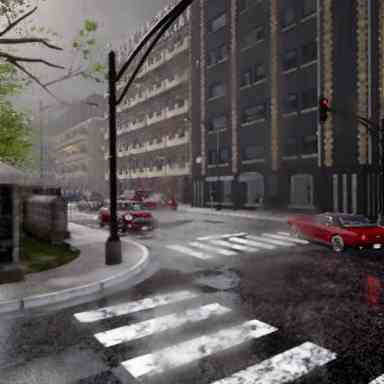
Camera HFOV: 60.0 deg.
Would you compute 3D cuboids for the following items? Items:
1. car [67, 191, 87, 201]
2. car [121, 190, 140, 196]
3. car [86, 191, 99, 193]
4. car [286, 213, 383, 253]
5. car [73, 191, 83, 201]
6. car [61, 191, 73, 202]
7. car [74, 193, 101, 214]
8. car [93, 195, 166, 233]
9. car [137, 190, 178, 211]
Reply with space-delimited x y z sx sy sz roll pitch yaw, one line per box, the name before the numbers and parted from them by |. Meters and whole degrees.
car | -18.457 0.537 53.291 1.812 1.442 4.674 -1 1 -36
car | -6.341 0.685 35.829 2.192 1.841 5.009 0 1 -36
car | -14.349 0.632 47.622 1.837 1.490 4.892 -1 1 -36
car | 5.803 1.503 13.546 1.895 1.301 4.718 0 2 -14
car | -17.020 0.634 46.029 1.882 1.535 5.008 -1 1 -35
car | -13.125 0.775 30.912 2.192 1.841 5.009 1 1 -36
car | -8.352 1.072 28.718 1.994 1.385 4.181 -1 1 -36
car | -3.401 1.176 17.500 1.967 1.590 4.097 1 1 -36
car | -3.101 0.902 31.360 1.967 1.590 4.097 0 1 -36
